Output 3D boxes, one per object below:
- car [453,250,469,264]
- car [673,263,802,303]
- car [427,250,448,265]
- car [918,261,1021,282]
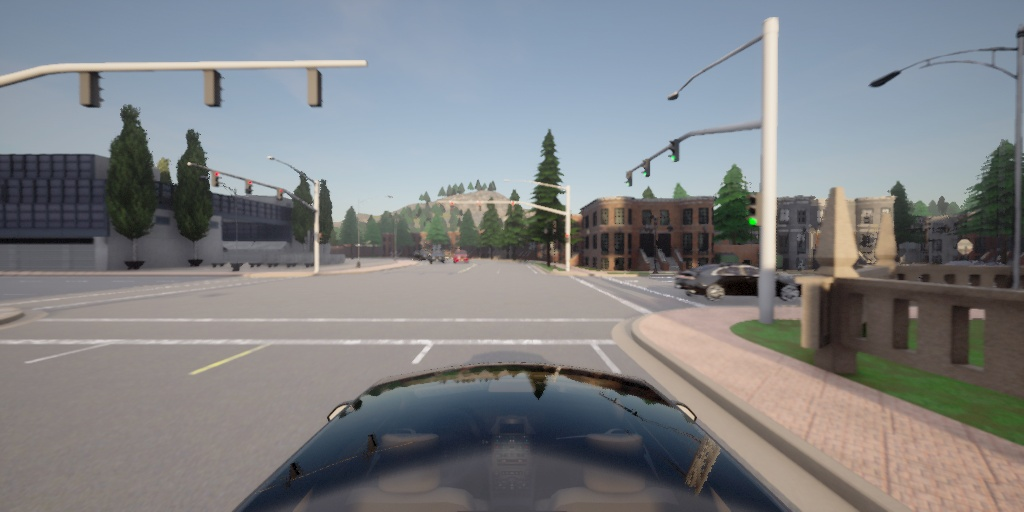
[{"bbox_3d":[-7.850,0.143,55.173,2.150,2.045,5.566,0,1,-12],"label":"car"},{"bbox_3d":[9.252,1.051,14.731,4.902,1.511,2.128,0,1,0],"label":"car"},{"bbox_3d":[-11.038,0.172,53.319,2.150,2.045,5.566,0,1,-10],"label":"car"},{"bbox_3d":[27.779,0.985,21.789,5.357,1.411,2.033,0,1,0],"label":"car"}]
